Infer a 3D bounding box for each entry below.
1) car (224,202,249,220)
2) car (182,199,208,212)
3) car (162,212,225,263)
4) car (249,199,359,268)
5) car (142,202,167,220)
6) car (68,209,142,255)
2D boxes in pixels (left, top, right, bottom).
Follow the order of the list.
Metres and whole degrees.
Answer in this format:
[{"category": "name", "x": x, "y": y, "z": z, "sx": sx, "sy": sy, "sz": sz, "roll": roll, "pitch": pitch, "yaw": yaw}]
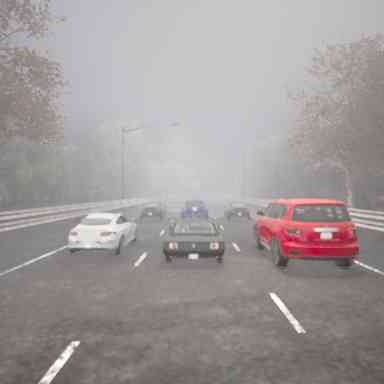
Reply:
[{"category": "car", "x": 3.776, "y": 1.543, "z": 28.188, "sx": 1.812, "sy": 1.442, "sz": 4.674, "roll": 0, "pitch": 0, "yaw": 1}, {"category": "car", "x": 0.260, "y": 1.369, "z": 27.471, "sx": 2.097, "sy": 1.767, "sz": 4.553, "roll": 0, "pitch": 0, "yaw": 1}, {"category": "car", "x": 0.093, "y": 1.609, "z": 11.994, "sx": 1.895, "sy": 1.301, "sz": 4.718, "roll": 0, "pitch": 0, "yaw": 1}, {"category": "car", "x": 3.582, "y": 1.231, "z": 11.431, "sx": 2.150, "sy": 2.045, "sz": 5.566, "roll": 0, "pitch": 0, "yaw": 1}, {"category": "car", "x": -3.222, "y": 1.542, "z": 28.291, "sx": 1.812, "sy": 1.442, "sz": 4.674, "roll": 0, "pitch": 0, "yaw": 1}, {"category": "car", "x": -3.388, "y": 1.534, "z": 13.263, "sx": 1.812, "sy": 1.442, "sz": 4.674, "roll": 0, "pitch": 0, "yaw": 1}]
